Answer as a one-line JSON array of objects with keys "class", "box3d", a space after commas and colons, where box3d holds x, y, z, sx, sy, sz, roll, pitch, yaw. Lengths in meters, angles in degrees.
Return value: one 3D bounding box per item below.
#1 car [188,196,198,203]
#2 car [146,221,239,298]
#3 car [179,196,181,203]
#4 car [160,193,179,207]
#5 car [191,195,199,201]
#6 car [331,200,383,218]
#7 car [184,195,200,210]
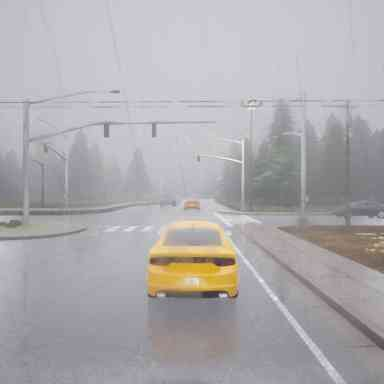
[{"class": "car", "box3d": [0.297, 1.537, 72.776, 2.033, 1.411, 5.357, 0, 0, 2]}, {"class": "car", "box3d": [0.049, 1.474, 8.552, 1.882, 1.535, 5.008, 0, 0, 1]}, {"class": "car", "box3d": [-3.363, 1.352, 67.275, 2.097, 1.767, 4.553, 0, 0, 1]}, {"class": "car", "box3d": [-3.568, 1.218, 51.073, 2.150, 2.045, 5.566, 0, 1, 0]}, {"class": "car", "box3d": [0.696, 1.442, 83.168, 1.837, 1.490, 4.892, 0, 0, 2]}, {"class": "car", "box3d": [14.910, 1.531, 29.530, 4.892, 1.490, 1.837, 0, 0, 1]}, {"class": "car", "box3d": [0.017, 1.478, 42.215, 1.882, 1.535, 5.008, 0, 0, 0]}]
